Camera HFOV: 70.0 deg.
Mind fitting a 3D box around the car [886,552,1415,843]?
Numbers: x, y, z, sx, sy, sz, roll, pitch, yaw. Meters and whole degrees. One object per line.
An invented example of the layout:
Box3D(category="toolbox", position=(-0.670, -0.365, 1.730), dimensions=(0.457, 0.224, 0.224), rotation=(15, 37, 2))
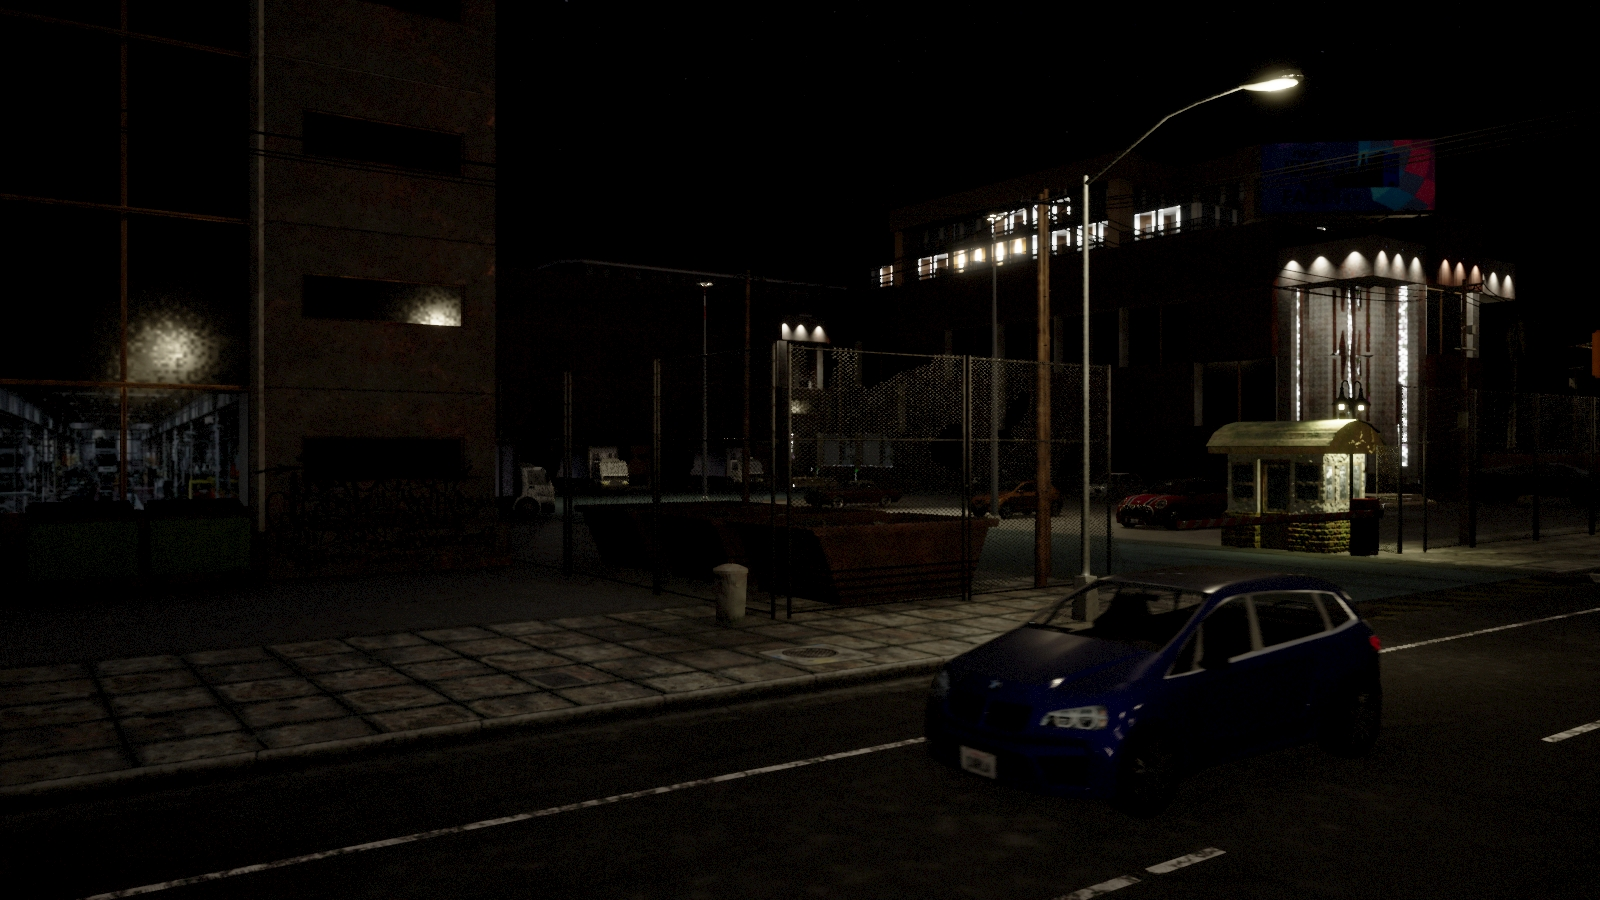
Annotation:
Box3D(category="car", position=(3.281, 1.967, 10.390), dimensions=(4.611, 1.667, 2.242), rotation=(0, 0, -35))
